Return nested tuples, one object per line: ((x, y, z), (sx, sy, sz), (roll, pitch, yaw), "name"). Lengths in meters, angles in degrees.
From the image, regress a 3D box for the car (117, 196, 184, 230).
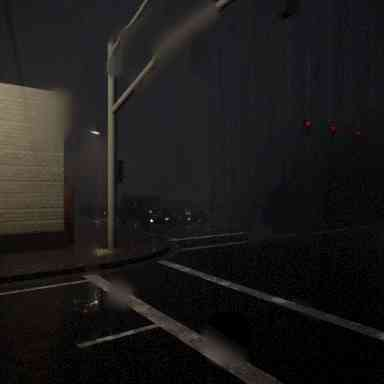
((-3.126, 1.277, 22.321), (2.150, 2.045, 5.566), (0, 0, -36), "car")

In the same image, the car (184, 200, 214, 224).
((-0.759, 1.407, 25.034), (2.097, 1.767, 4.553), (0, 0, -36), "car")

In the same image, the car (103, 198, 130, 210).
((-10.160, 1.581, 44.472), (1.812, 1.442, 4.674), (0, 0, -36), "car")

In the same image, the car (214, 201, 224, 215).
((1.348, 1.581, 34.523), (1.812, 1.442, 4.674), (0, 0, -36), "car")

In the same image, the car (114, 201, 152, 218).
((-5.780, 1.619, 32.062), (1.994, 1.385, 4.181), (0, 0, -35), "car")

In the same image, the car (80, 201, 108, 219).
((-8.593, 1.619, 29.985), (1.994, 1.385, 4.181), (0, 0, -35), "car")
